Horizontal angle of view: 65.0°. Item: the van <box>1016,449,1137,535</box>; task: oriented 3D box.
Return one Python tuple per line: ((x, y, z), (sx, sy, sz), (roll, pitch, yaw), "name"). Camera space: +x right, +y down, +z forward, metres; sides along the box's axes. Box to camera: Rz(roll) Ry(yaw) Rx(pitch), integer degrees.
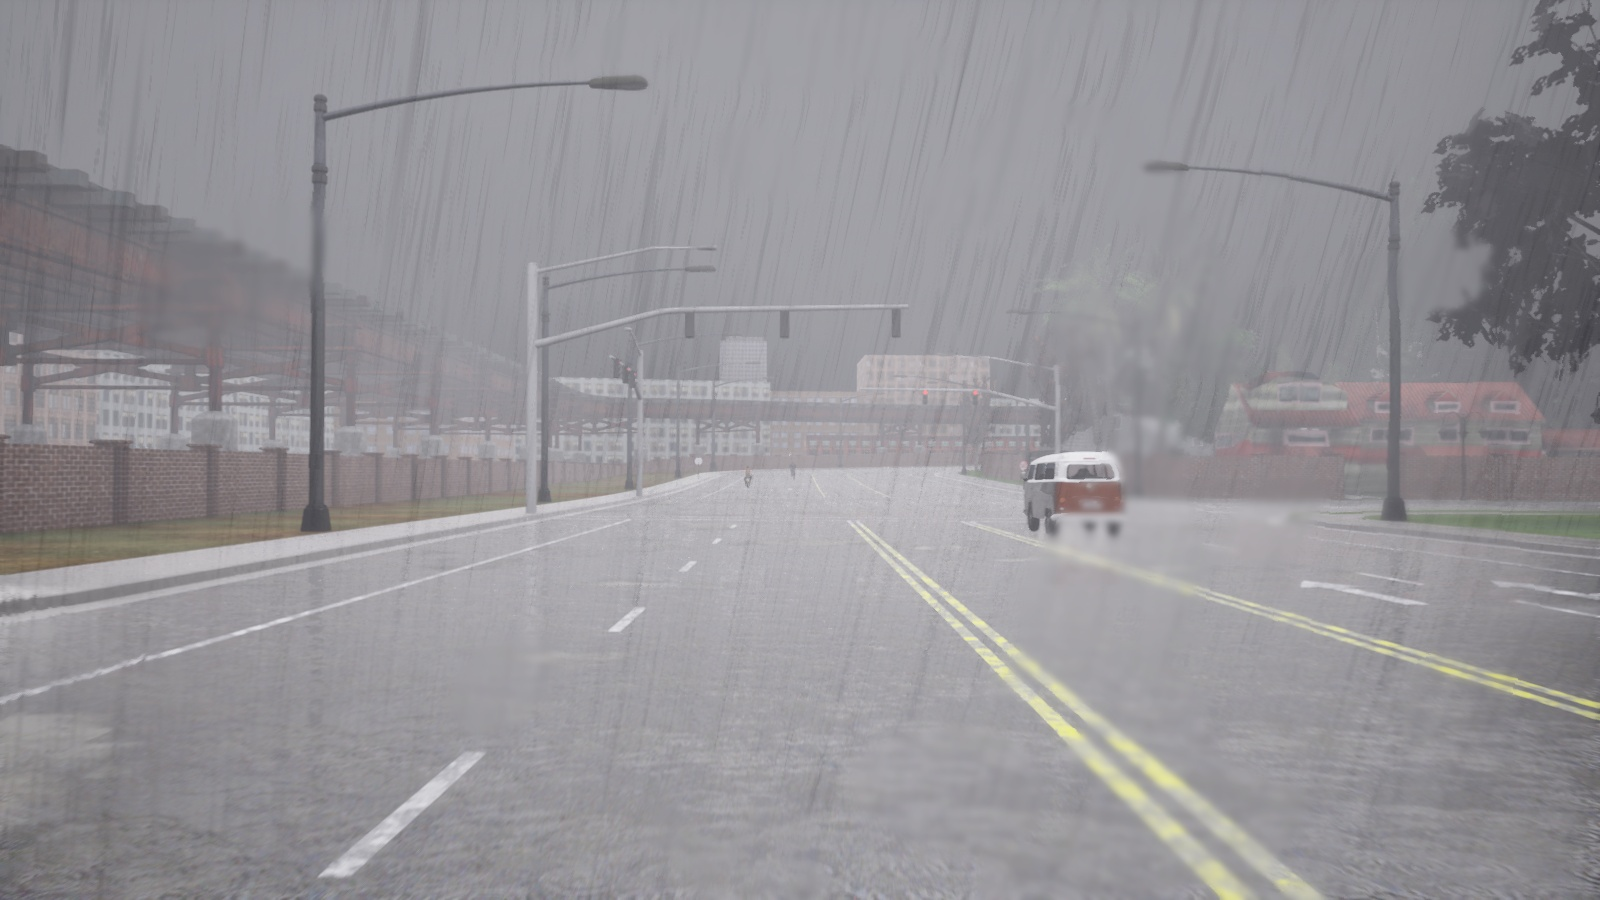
((6.921, 1.043, 31.961), (2.069, 2.038, 4.480), (0, -1, 0), "van")
